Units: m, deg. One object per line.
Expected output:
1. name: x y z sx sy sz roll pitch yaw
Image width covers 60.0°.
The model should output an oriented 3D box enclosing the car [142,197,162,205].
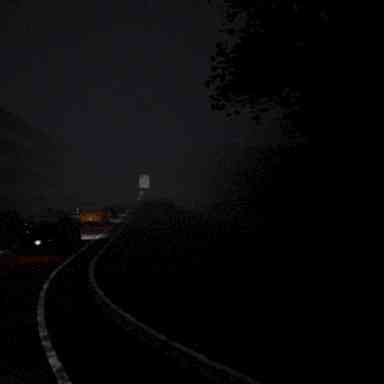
1. car: -11.000 2.534 91.090 5.566 2.045 2.435 0 -1 -9

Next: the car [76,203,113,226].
1. car: -8.336 2.014 28.731 1.882 1.535 5.008 0 -1 -8

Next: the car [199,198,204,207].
1. car: 4.737 2.559 70.668 5.008 1.535 2.097 0 -1 -9

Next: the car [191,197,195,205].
1. car: 3.043 2.702 81.960 5.008 1.535 2.097 0 -1 -9

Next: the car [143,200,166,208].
1. car: -8.124 2.568 71.518 4.792 1.488 2.163 0 -1 -9

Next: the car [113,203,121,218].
1. car: -9.803 2.193 39.112 1.837 1.490 4.892 0 -1 -7

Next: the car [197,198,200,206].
1. car: 4.318 2.595 73.461 5.008 1.535 2.097 0 -1 -9

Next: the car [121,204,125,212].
1. car: -11.464 2.416 51.334 1.994 1.385 4.181 0 -1 -7

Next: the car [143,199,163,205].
1. car: -10.426 2.748 88.315 5.366 1.575 1.946 0 -1 -9

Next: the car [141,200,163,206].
1. car: -9.955 2.676 82.672 5.366 1.575 1.946 0 -1 -9

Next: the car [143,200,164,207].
1. car: -8.936 2.649 77.110 4.674 1.452 2.002 0 -1 -9

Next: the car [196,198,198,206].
1. car: 3.933 2.660 76.258 4.792 1.488 2.163 0 -1 -9

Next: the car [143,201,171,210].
1. car: -6.424 2.395 60.345 5.008 1.535 2.097 0 -1 -9

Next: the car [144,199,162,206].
1. car: -10.159 2.589 85.500 4.553 1.767 2.185 0 -1 -9

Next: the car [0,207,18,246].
1. car: -10.233 1.710 16.951 2.097 1.767 4.553 0 -1 -7

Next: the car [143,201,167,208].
1. car: -7.673 2.543 68.728 4.674 1.452 2.002 0 -1 -9

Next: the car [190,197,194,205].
1. car: 2.660 2.612 84.759 4.553 1.767 2.185 0 -1 -9

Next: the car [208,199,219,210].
1. car: 6.376 2.163 59.623 5.566 2.045 2.435 0 -1 -9

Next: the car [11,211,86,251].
1. car: -6.579 1.854 15.902 1.837 1.490 4.892 0 -1 -8

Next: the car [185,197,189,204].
1. car: 1.399 2.842 93.007 4.892 1.521 2.231 0 -1 -9

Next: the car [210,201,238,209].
1. car: 6.008 2.452 62.294 4.892 1.521 2.231 0 -1 -9

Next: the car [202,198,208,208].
1. car: 5.157 2.525 67.876 4.892 1.521 2.231 0 -1 -9

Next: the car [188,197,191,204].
1. car: 2.216 2.772 87.546 5.008 1.535 2.097 0 -1 -9

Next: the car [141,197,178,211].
1. car: -5.608 2.066 54.756 5.566 2.045 2.435 0 -1 -9

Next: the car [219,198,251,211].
1. car: 7.198 2.201 53.900 4.553 1.767 2.185 0 0 -9

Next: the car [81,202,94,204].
1. car: -13.799 2.094 43.738 2.097 1.767 4.553 0 -1 -7

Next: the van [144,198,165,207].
1. van: -8.398 2.349 74.337 4.442 1.987 1.878 0 -1 -9

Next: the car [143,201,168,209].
1. car: -7.260 2.508 65.933 4.674 1.452 2.002 0 -1 -9

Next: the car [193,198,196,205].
1. car: 3.471 2.667 79.170 5.008 1.535 2.097 0 -1 -9

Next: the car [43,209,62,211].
1. car: -11.633 2.075 27.510 1.994 1.385 4.181 0 -1 -8

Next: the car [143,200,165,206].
1. car: -9.169 2.642 79.933 5.366 1.575 1.946 0 -1 -9
